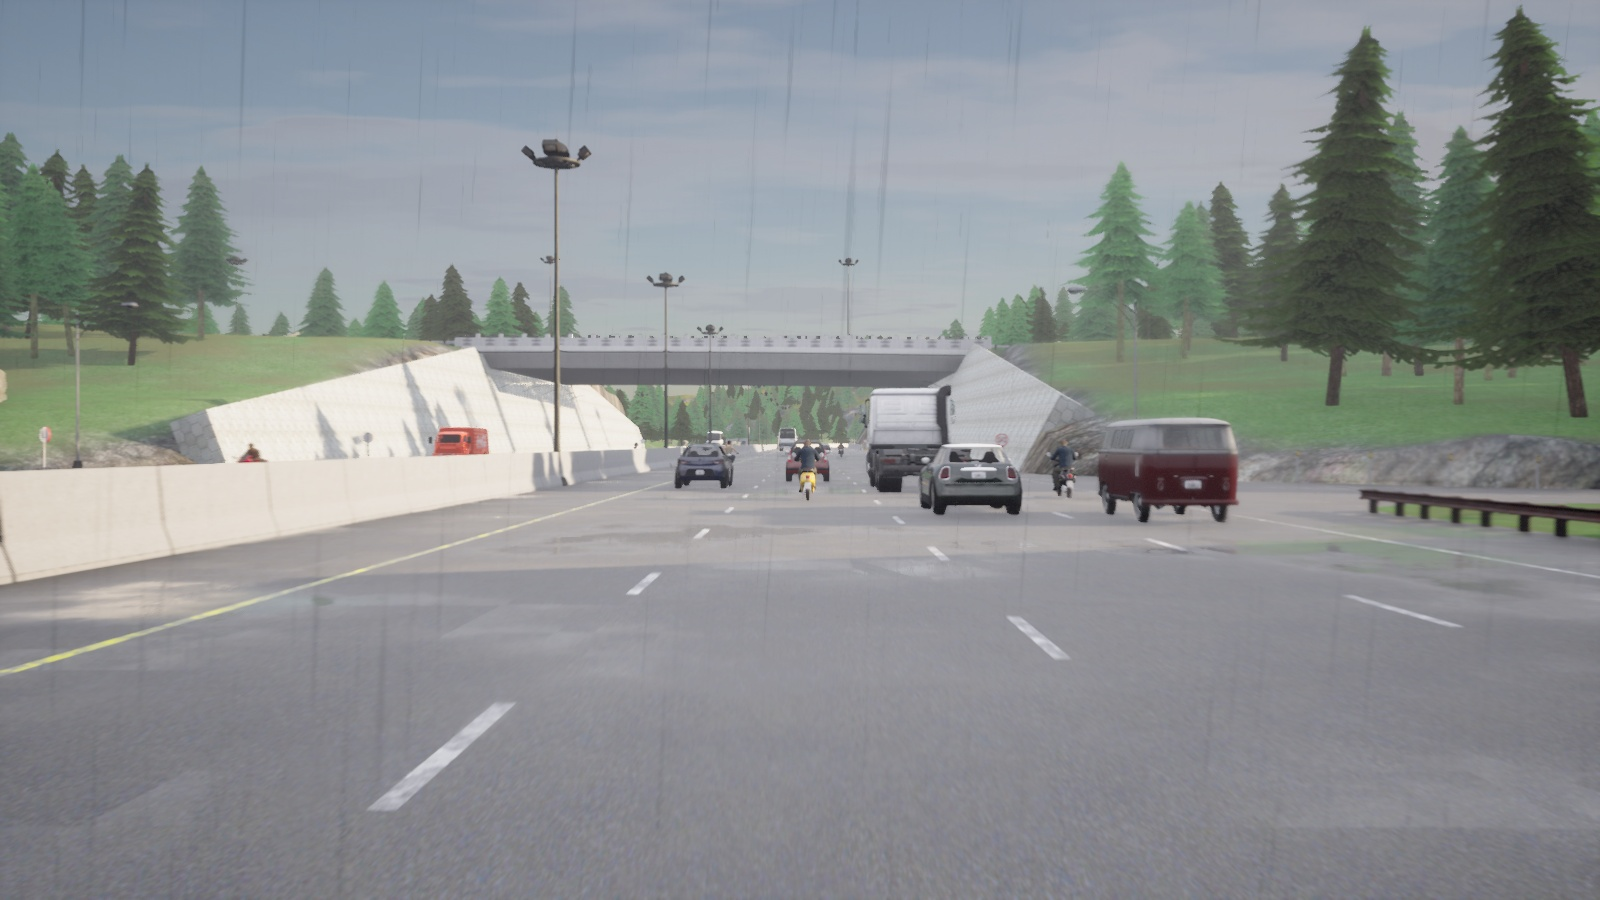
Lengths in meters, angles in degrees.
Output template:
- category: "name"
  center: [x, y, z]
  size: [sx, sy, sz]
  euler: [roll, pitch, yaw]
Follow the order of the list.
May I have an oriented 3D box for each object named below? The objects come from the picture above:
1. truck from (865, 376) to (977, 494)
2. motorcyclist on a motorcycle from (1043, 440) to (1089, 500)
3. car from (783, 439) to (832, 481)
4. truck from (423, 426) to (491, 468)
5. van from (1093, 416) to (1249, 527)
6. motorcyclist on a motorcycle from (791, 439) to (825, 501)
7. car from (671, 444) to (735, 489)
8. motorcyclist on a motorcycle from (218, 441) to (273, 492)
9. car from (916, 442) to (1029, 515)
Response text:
- category: "truck"
  center: [3.747, -0.458, 40.640]
  size: [2.891, 3.462, 7.936]
  euler: [0, 0, 0]
- category: "motorcyclist on a motorcycle"
  center: [7.210, 0.516, 34.143]
  size: [0.866, 1.590, 1.817]
  euler: [0, 0, 0]
- category: "car"
  center: [0.300, 0.367, 50.010]
  size: [1.851, 1.617, 3.988]
  euler: [0, 0, 0]
- category: "truck"
  center: [-20.555, -0.171, 75.519]
  size: [2.627, 2.467, 5.204]
  euler: [0, 0, 0]
- category: "van"
  center: [7.156, 0.368, 24.708]
  size: [1.775, 1.987, 4.442]
  euler: [0, 0, 0]
- category: "motorcyclist on a motorcycle"
  center: [0.204, 0.516, 33.141]
  size: [0.866, 1.590, 1.817]
  euler: [0, 0, 0]
- category: "car"
  center: [-3.242, 0.521, 42.680]
  size: [1.816, 1.474, 4.193]
  euler: [0, 0, 0]
- category: "motorcyclist on a motorcycle"
  center: [-17.262, 0.497, 39.136]
  size: [0.797, 1.523, 2.044]
  euler: [0, 0, 0]
- category: "car"
  center: [3.671, 0.563, 27.380]
  size: [1.970, 1.475, 3.806]
  euler: [0, 0, 0]
